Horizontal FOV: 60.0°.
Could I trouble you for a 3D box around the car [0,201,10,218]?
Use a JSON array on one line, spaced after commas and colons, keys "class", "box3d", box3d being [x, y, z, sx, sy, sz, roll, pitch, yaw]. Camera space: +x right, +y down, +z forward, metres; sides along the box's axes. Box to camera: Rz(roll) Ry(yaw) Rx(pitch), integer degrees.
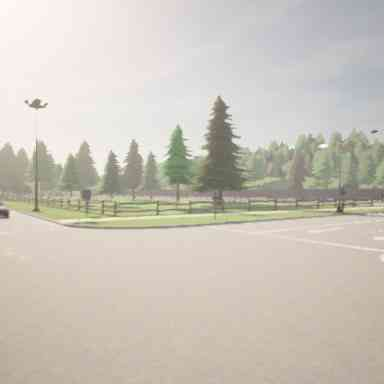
[{"class": "car", "box3d": [-17.881, 1.546, 30.204, 2.033, 1.411, 5.357, 0, 0, -36]}]
